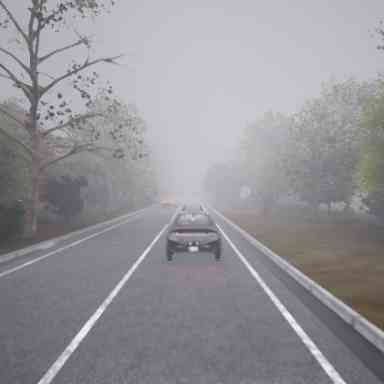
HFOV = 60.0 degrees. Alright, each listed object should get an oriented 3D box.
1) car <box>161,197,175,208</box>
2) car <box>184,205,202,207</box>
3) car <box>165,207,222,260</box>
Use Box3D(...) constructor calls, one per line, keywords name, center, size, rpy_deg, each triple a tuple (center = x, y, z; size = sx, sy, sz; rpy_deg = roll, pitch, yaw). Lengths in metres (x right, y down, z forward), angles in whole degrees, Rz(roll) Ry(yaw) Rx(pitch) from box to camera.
Box3D(name="car", center=(-3.583, 1.574, 49.647), size=(1.882, 1.535, 5.008), rpy_deg=(0, 0, 0))
Box3D(name="car", center=(0.061, 1.701, 26.610), size=(1.895, 1.301, 4.718), rpy_deg=(0, 0, 0))
Box3D(name="car", center=(0.067, 1.541, 12.601), size=(2.128, 1.511, 4.902), rpy_deg=(0, 0, 0))
